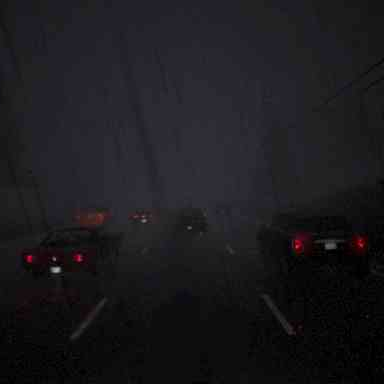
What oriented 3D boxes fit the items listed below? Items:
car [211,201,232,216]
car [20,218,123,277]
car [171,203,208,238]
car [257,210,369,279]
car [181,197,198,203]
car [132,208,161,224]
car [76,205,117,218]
[{"bbox_3d":[3.239,1.779,36.880,2.128,1.511,4.902,-1,0,0],"label":"car"},{"bbox_3d":[-3.593,1.784,10.966,1.895,1.301,4.718,-1,-1,0],"label":"car"},{"bbox_3d":[-0.147,1.666,19.124,1.882,1.535,5.008,-1,-1,0],"label":"car"},{"bbox_3d":[3.406,1.379,10.328,2.097,1.767,4.553,-1,-1,0],"label":"car"},{"bbox_3d":[-0.340,1.700,48.831,2.150,2.045,5.566,-1,-1,0],"label":"car"},{"bbox_3d":[-3.696,1.948,27.717,1.895,1.301,4.718,-1,-1,0],"label":"car"},{"bbox_3d":[-7.188,1.751,25.416,2.097,1.767,4.553,-1,-1,0],"label":"car"}]
